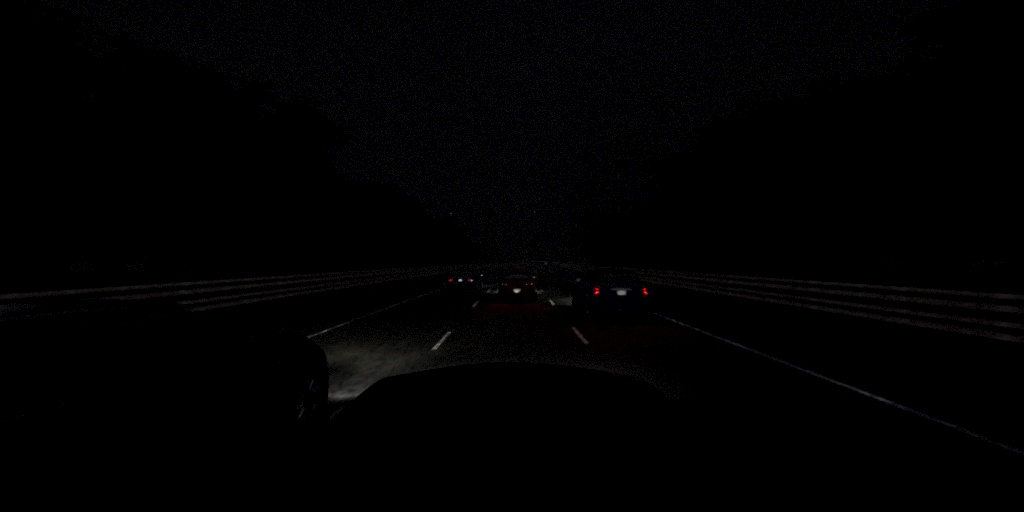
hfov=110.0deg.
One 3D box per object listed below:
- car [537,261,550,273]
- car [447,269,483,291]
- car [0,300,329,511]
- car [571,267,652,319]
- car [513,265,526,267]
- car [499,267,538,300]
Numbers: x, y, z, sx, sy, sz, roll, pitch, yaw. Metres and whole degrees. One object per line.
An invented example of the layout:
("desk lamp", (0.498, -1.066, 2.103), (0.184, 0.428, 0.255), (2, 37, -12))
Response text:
("car", (5.472, 2.166, 63.622), (2.128, 1.511, 4.902), (0, -1, 4))
("car", (-3.125, 1.589, 24.650), (2.033, 1.411, 5.357), (0, -1, 1))
("car", (-3.385, 1.111, 2.744), (2.097, 1.767, 4.553), (0, -1, 0))
("car", (3.584, 1.249, 13.742), (2.097, 1.767, 4.553), (0, -1, 1))
("car", (0.834, 1.749, 39.311), (1.882, 1.535, 5.008), (0, -1, 2))
("car", (0.270, 1.496, 19.359), (1.812, 1.442, 4.674), (0, -1, 1))
